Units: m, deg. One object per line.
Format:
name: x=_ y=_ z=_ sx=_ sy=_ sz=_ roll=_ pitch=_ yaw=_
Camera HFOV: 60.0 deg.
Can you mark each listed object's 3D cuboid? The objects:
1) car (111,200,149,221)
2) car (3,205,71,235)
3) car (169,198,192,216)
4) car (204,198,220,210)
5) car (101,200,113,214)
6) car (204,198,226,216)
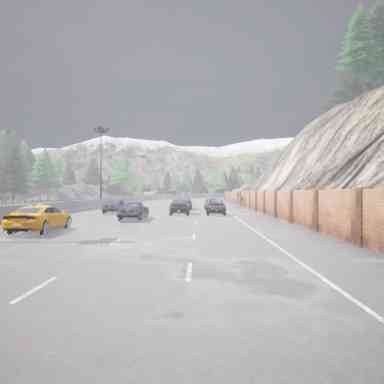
car: x=-4.808 y=1.547 z=27.581 sx=2.033 sy=1.411 sz=5.357 roll=0 pitch=0 yaw=1
car: x=-8.514 y=1.478 z=18.784 sx=1.882 sy=1.535 sz=5.008 roll=0 pitch=0 yaw=1
car: x=-1.184 y=1.505 z=33.046 sx=1.837 sy=1.490 sz=4.892 roll=0 pitch=0 yaw=1
car: x=2.550 y=1.526 z=43.266 sx=1.812 sy=1.442 sz=4.674 roll=0 pitch=0 yaw=1
car: x=-8.129 y=1.547 z=35.519 sx=2.033 sy=1.411 sz=5.357 roll=0 pitch=0 yaw=1
car: x=2.312 y=1.492 z=32.820 sx=2.128 sy=1.511 sz=4.902 roll=0 pitch=0 yaw=1
